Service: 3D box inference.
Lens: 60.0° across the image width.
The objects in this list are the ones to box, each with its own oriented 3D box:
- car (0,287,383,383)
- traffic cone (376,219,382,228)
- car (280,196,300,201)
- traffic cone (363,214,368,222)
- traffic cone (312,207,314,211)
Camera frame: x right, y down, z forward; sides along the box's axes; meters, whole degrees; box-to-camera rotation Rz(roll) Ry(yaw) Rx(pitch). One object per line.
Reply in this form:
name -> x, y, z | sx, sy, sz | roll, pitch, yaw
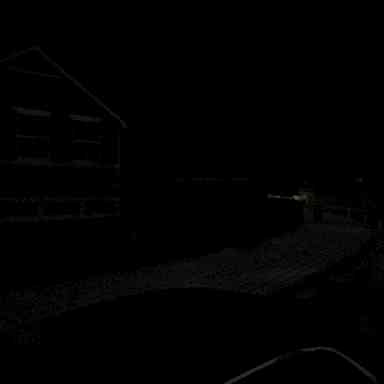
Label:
car -> -0.496, 1.501, 1.700 | 4.892, 1.490, 1.837 | -2, 1, -38
traffic cone -> 12.008, 2.008, 21.251 | 0.340, 0.580, 0.340 | 0, 0, 21
car -> 14.614, 1.395, 49.990 | 2.097, 1.767, 4.553 | 0, 0, -12
traffic cone -> 13.422, 2.006, 25.745 | 0.340, 0.580, 0.340 | 0, 0, 14
traffic cone -> 14.461, 2.002, 39.781 | 0.340, 0.580, 0.340 | 0, 0, -6
